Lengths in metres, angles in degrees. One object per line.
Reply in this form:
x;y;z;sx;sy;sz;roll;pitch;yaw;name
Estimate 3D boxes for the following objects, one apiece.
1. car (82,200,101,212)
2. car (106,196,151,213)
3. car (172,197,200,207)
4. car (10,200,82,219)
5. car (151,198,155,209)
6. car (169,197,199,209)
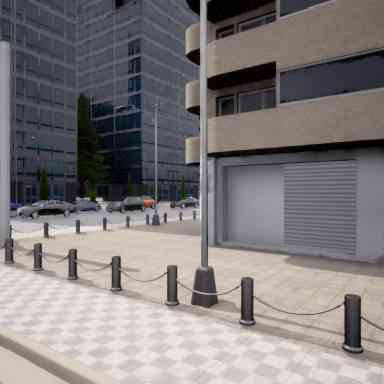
-11.709;1.508;35.291;1.994;1.385;4.181;0;0;36;car
-7.034;1.297;35.796;2.097;1.767;4.553;0;0;36;car
-0.802;1.470;50.370;1.812;1.442;4.674;0;0;36;car
-12.376;1.436;28.394;2.128;1.511;4.902;0;0;36;car
-6.767;1.297;42.140;2.097;1.767;4.553;0;0;36;car
-0.962;1.449;44.194;1.837;1.490;4.892;0;0;36;car
